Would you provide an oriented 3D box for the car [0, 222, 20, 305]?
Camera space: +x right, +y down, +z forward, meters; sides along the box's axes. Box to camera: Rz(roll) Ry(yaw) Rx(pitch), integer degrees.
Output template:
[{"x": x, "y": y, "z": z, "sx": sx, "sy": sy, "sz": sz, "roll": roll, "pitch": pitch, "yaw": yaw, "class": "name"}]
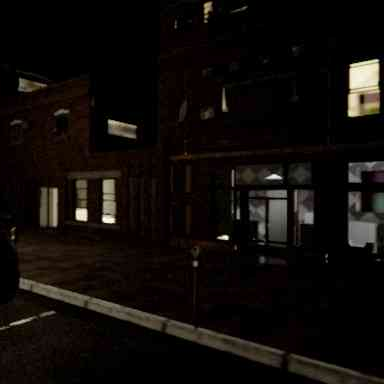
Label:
[{"x": -5.528, "y": 1.373, "z": 6.803, "sx": 5.009, "sy": 1.841, "sz": 2.192, "roll": 0, "pitch": 1, "yaw": 36, "class": "car"}]
